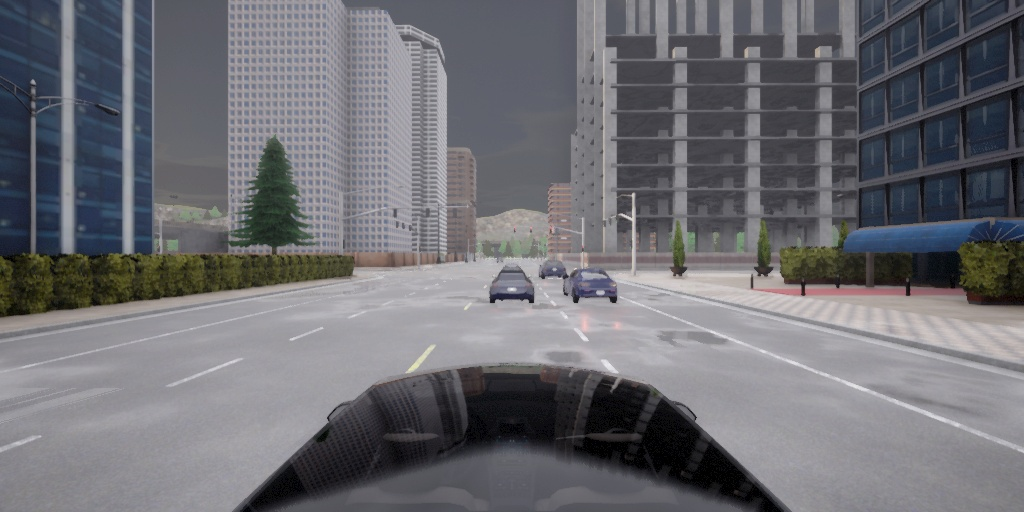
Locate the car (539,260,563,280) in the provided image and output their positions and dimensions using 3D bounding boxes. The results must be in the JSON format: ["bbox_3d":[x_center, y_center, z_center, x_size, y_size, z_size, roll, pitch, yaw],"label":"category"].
[{"bbox_3d":[3.494,1.115,31.497,2.097,1.767,4.553,0,0,0],"label":"car"}]

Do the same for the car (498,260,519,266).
[{"bbox_3d":[-0.007,1.321,31.509,1.994,1.385,4.181,0,0,0],"label":"car"}]

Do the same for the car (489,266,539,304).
[{"bbox_3d":[0.000,1.321,16.500,1.994,1.385,4.181,0,0,0],"label":"car"}]

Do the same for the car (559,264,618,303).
[{"bbox_3d":[3.500,1.282,16.500,1.812,1.442,4.674,0,0,0],"label":"car"}]
